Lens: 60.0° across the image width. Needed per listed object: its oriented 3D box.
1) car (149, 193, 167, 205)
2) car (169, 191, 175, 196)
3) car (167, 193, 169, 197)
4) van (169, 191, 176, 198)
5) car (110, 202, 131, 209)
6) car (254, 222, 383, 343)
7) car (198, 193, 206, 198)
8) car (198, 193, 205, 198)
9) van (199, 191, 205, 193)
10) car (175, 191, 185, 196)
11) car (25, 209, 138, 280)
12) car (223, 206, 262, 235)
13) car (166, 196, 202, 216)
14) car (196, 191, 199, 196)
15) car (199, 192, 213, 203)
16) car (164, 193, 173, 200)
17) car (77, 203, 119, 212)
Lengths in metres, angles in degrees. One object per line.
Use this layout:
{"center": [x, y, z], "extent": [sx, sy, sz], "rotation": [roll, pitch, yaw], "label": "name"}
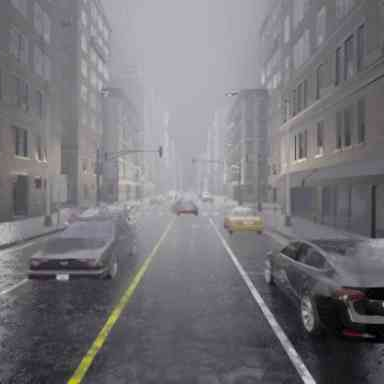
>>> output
{"center": [-5.390, 1.203, 50.291], "extent": [2.008, 1.369, 4.403], "rotation": [0, 0, 0], "label": "car"}
{"center": [-5.410, 0.942, 71.915], "extent": [1.967, 1.590, 4.097], "rotation": [0, 0, 0], "label": "car"}
{"center": [-5.395, 1.141, 55.527], "extent": [1.752, 1.417, 4.829], "rotation": [0, 0, 0], "label": "car"}
{"center": [-5.430, 0.693, 93.538], "extent": [1.690, 1.788, 3.998], "rotation": [0, 0, 0], "label": "van"}
{"center": [-5.388, 1.391, 23.416], "extent": [2.008, 1.369, 4.403], "rotation": [0, 0, 0], "label": "car"}
{"center": [2.637, 1.522, 6.374], "extent": [1.947, 1.339, 4.313], "rotation": [0, 0, 0], "label": "car"}
{"center": [2.647, 0.941, 88.135], "extent": [2.008, 1.369, 4.403], "rotation": [0, 0, 0], "label": "car"}
{"center": [2.649, 0.877, 93.710], "extent": [1.752, 1.417, 4.829], "rotation": [0, 0, 0], "label": "car"}
{"center": [2.641, 0.918, 61.103], "extent": [1.690, 1.788, 3.998], "rotation": [0, 0, 0], "label": "van"}
{"center": [-2.751, 1.016, 73.455], "extent": [2.128, 1.511, 4.902], "rotation": [0, 0, 0], "label": "car"}
{"center": [-2.848, 1.479, 9.988], "extent": [2.033, 1.411, 5.357], "rotation": [0, 0, 0], "label": "car"}
{"center": [2.637, 1.403, 17.906], "extent": [1.752, 1.417, 4.829], "rotation": [0, 0, 0], "label": "car"}
{"center": [-0.781, 1.355, 30.055], "extent": [1.994, 1.385, 4.181], "rotation": [0, 1, -13], "label": "car"}
{"center": [2.645, 0.780, 77.321], "extent": [2.192, 1.841, 5.009], "rotation": [0, 0, 0], "label": "car"}
{"center": [2.639, 1.166, 55.698], "extent": [2.008, 1.369, 4.403], "rotation": [0, 0, 0], "label": "car"}
{"center": [-5.415, 0.991, 77.151], "extent": [1.752, 1.417, 4.829], "rotation": [0, 0, 0], "label": "car"}
{"center": [-5.388, 1.461, 17.735], "extent": [1.802, 1.307, 4.206], "rotation": [0, 0, 0], "label": "car"}
